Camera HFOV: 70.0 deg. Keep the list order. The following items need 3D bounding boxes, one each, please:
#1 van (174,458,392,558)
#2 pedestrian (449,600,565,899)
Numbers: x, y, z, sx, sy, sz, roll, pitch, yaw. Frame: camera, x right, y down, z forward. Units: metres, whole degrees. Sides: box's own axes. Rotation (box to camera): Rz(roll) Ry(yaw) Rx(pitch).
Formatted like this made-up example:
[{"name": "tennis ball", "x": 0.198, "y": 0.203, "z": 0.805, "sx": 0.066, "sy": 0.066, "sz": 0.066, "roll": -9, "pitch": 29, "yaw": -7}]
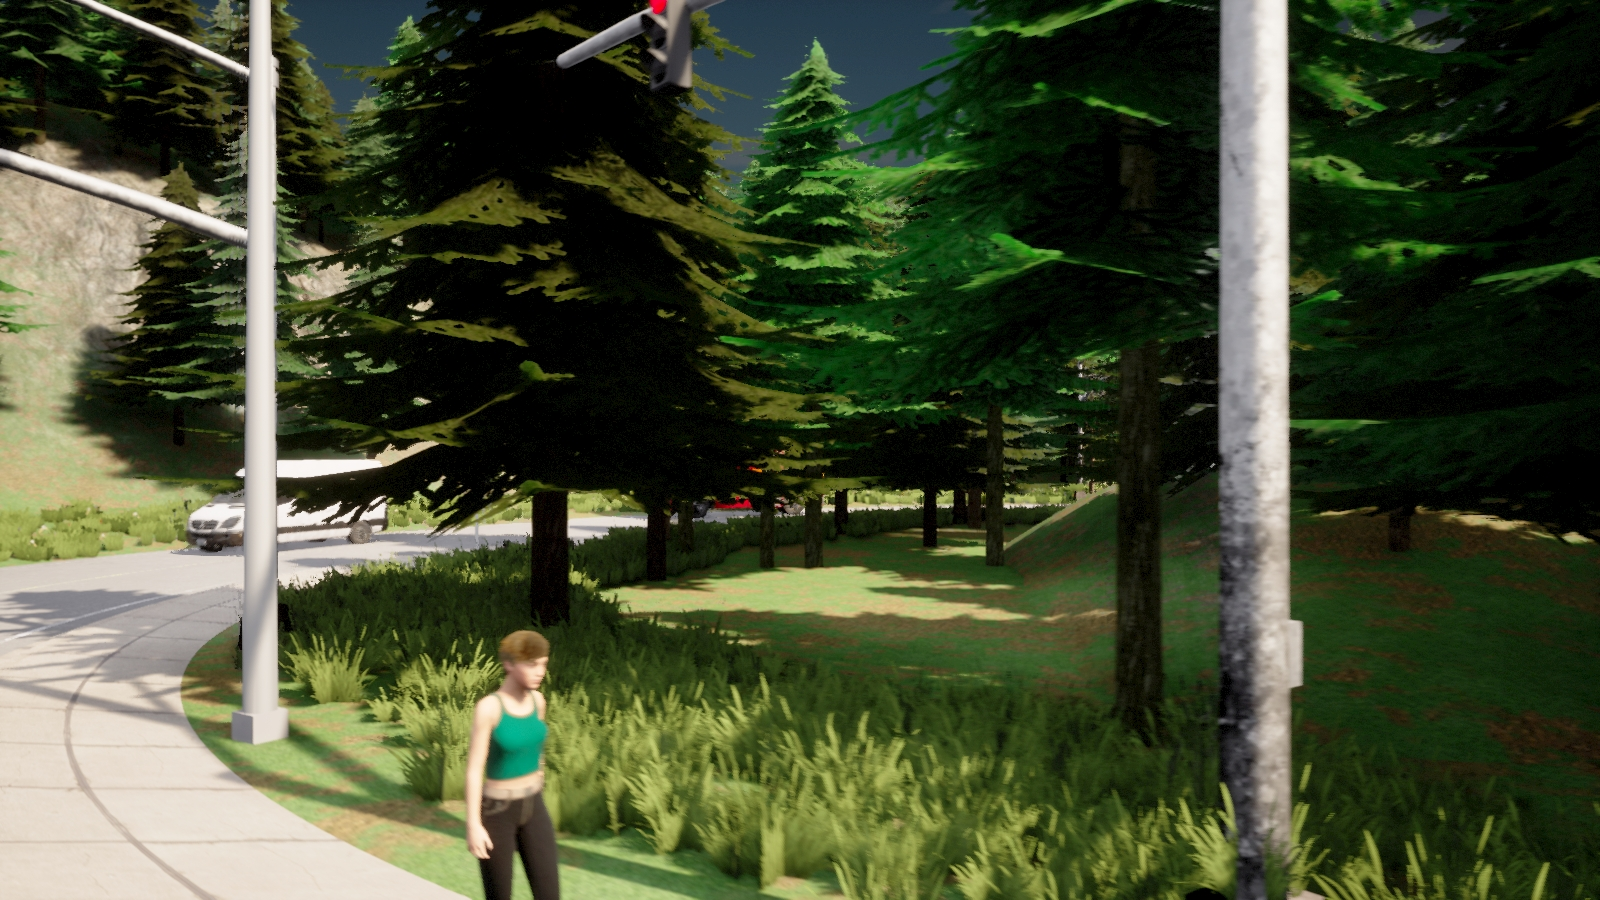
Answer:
[{"name": "van", "x": -14.696, "y": 1.542, "z": 32.989, "sx": 1.988, "sy": 2.561, "sz": 5.915, "roll": 0, "pitch": 0, "yaw": 24}, {"name": "pedestrian", "x": -1.384, "y": 1.676, "z": 5.410, "sx": 0.375, "sy": 1.860, "sz": 0.375, "roll": 0, "pitch": 0, "yaw": 35}]
